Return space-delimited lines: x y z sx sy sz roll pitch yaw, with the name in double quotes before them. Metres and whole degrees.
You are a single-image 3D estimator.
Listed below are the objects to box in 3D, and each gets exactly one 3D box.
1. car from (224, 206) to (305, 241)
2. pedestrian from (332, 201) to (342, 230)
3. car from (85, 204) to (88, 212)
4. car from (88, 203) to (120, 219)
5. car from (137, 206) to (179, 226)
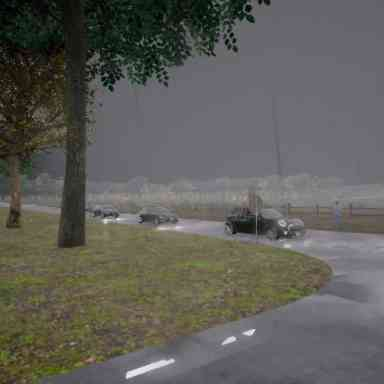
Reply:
"car" 3.946 1.595 18.557 2.097 1.767 4.553 -1 0 -39
"pedestrian" 9.218 1.437 21.054 0.375 1.860 0.375 -3 2 -35
"car" -15.190 2.420 50.491 1.994 1.385 4.181 -1 0 -36
"car" -9.830 2.184 37.762 1.837 1.490 4.892 -1 -1 -35
"car" -2.966 1.971 27.992 1.837 1.490 4.892 -1 -1 -35
